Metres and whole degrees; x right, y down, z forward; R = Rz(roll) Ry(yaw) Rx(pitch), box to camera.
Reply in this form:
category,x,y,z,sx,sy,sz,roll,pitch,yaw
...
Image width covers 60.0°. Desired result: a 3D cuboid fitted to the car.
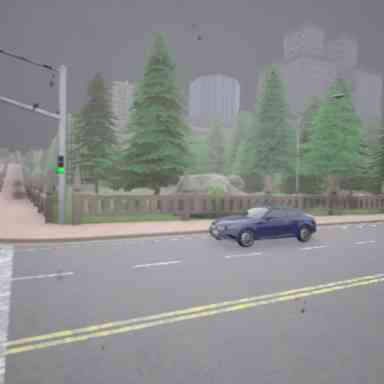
category,x,y,z,sx,sy,sz,roll,pitch,yaw
car,2.937,1.239,13.319,4.674,1.442,1.812,0,2,-28
